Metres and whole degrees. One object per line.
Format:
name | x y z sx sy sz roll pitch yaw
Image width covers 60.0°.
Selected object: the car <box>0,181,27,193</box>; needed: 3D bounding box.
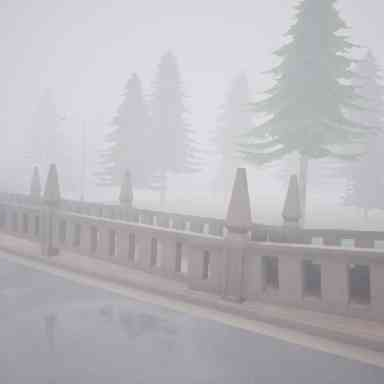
car | -21.259 -0.474 37.412 1.882 1.535 5.008 4 3 37
